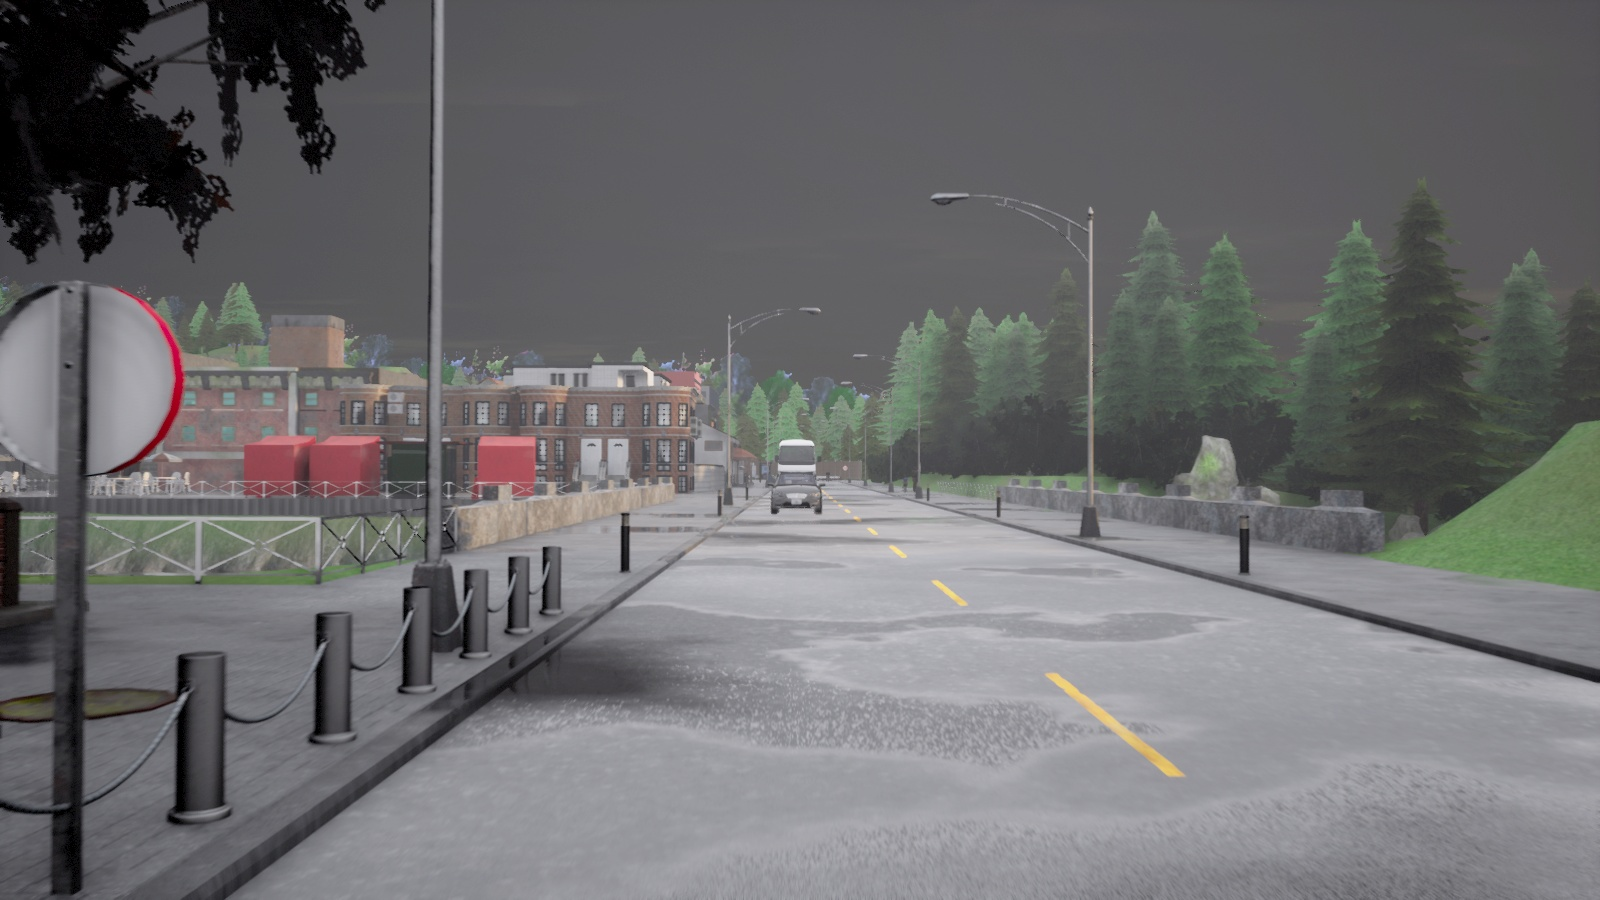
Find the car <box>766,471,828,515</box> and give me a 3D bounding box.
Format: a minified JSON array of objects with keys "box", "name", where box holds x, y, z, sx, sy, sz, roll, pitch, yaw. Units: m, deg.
[{"box":[-0.111,1.537,45.723,2.128,1.511,4.902,0,-1,0],"name":"car"}]
